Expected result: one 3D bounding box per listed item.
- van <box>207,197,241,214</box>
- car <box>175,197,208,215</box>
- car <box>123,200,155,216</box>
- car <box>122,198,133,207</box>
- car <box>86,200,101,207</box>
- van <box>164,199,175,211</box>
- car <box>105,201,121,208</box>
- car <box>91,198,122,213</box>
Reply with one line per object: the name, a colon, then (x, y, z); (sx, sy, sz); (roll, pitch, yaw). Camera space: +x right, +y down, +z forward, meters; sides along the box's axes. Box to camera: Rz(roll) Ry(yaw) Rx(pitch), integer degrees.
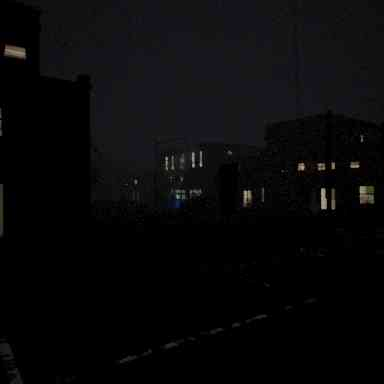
van: (4.051, 1.707, 39.694); (1.690, 1.788, 3.998); (-2, 0, -36)
car: (0.670, 1.642, 39.956); (2.150, 2.045, 5.566); (-1, 0, -36)
car: (-5.947, 2.047, 39.239); (1.752, 1.417, 4.829); (-2, 0, -36)
car: (-12.638, 2.084, 62.546); (2.192, 1.841, 5.009); (-2, 0, -36)
car: (-22.644, 2.594, 76.257); (1.802, 1.307, 4.206); (-2, 0, -36)
van: (-2.624, 1.868, 48.834); (1.690, 1.788, 3.998); (-2, 0, -36)
car: (-15.968, 2.432, 67.116); (1.802, 1.307, 4.206); (-2, 0, -36)
car: (-12.728, 2.001, 48.516); (2.192, 1.841, 5.009); (-2, 0, -36)
